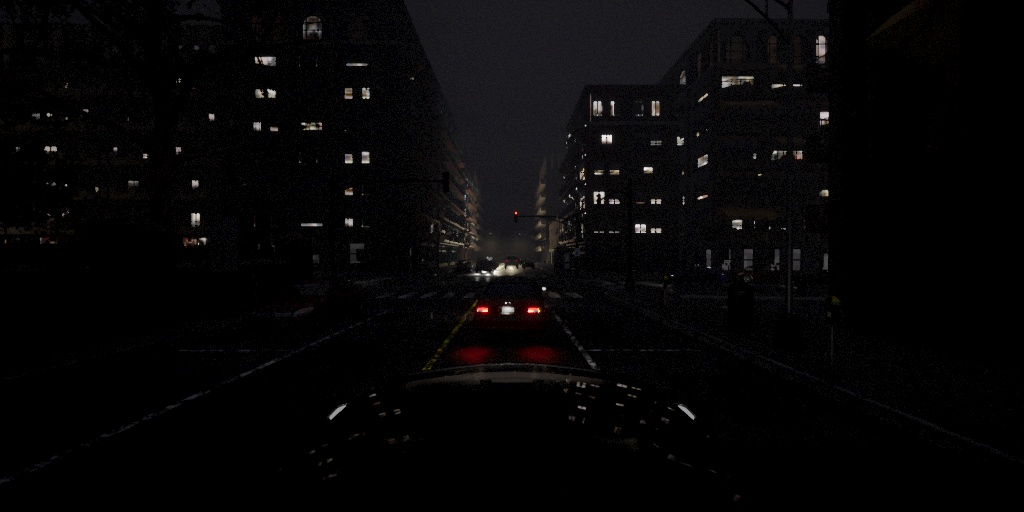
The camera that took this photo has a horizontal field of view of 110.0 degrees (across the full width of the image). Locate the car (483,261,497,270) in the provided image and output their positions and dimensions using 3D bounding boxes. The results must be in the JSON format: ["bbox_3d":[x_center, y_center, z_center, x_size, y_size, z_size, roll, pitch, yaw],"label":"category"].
[{"bbox_3d":[-3.231,1.349,53.251,1.895,1.301,4.718,0,0,0],"label":"car"}]

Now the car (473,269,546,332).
[{"bbox_3d":[0.052,1.297,10.826,2.033,1.411,5.357,0,0,3],"label":"car"}]

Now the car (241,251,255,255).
[{"bbox_3d":[-17.606,0.694,25.187,5.566,2.045,2.150,1,0,-1],"label":"car"}]

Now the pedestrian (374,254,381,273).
[{"bbox_3d":[-12.807,0.652,33.995,0.375,1.860,0.375,0,-1,-1],"label":"pedestrian"}]

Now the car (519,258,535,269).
[{"bbox_3d":[2.536,1.299,54.320,2.007,1.370,4.403,0,0,0],"label":"car"}]

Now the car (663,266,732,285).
[{"bbox_3d":[14.598,1.552,28.877,4.674,1.442,1.812,1,0,-1],"label":"car"}]

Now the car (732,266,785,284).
[{"bbox_3d":[21.293,1.571,31.541,4.097,1.591,1.967,0,0,-1],"label":"car"}]

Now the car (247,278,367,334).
[{"bbox_3d":[-5.713,1.331,10.613,1.802,1.307,4.207,0,0,0],"label":"car"}]

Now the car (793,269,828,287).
[{"bbox_3d":[24.905,1.810,29.033,4.718,1.301,1.895,1,0,-1],"label":"car"}]

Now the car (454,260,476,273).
[{"bbox_3d":[-5.810,1.188,43.023,1.967,1.591,4.097,0,0,0],"label":"car"}]

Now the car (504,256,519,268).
[{"bbox_3d":[-0.069,0.970,59.099,2.150,2.045,5.566,0,0,0],"label":"car"}]

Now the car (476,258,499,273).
[{"bbox_3d":[-3.191,1.296,43.301,2.033,1.411,5.357,0,0,4],"label":"car"}]
